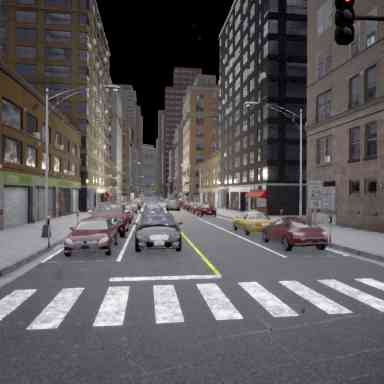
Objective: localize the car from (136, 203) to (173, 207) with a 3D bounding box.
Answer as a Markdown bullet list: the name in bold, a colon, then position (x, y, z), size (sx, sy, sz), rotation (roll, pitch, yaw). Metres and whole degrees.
- **car**: position (-2.745, 1.761, 24.017), size (2.128, 1.511, 4.902), rotation (0, -1, -7)

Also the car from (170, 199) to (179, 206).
- **car**: position (-4.228, 2.544, 81.167), size (1.752, 1.417, 4.829), rotation (0, -1, -7)

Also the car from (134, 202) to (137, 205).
- **car**: position (-6.143, 1.861, 30.055), size (1.752, 1.417, 4.829), rotation (0, -1, -7)

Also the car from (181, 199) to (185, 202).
- **car**: position (-0.600, 2.217, 53.415), size (2.008, 1.369, 4.403), rotation (0, -1, -7)

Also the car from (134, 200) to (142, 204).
- **car**: position (-7.608, 2.029, 41.258), size (2.008, 1.369, 4.403), rotation (0, -1, -7)

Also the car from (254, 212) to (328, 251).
- **car**: position (4.449, 1.761, 14.803), size (1.802, 1.307, 4.206), rotation (0, -1, -7)

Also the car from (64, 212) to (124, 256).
- **car**: position (-4.001, 1.716, 13.671), size (1.802, 1.307, 4.206), rotation (0, -1, -7)

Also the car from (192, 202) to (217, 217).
- **car**: position (1.564, 1.997, 36.867), size (1.887, 1.381, 4.507), rotation (0, -1, -7)

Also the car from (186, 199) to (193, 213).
- **car**: position (0.841, 1.963, 42.384), size (1.967, 1.590, 4.097), rotation (0, -1, -7)

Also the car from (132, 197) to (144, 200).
- **car**: position (-9.054, 1.937, 52.297), size (2.192, 1.841, 5.009), rotation (0, -1, -7)

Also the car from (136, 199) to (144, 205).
- **car**: position (-13.379, 2.606, 85.402), size (1.947, 1.339, 4.313), rotation (0, -1, -7)

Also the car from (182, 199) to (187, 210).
- **car**: position (0.121, 2.139, 47.900), size (1.887, 1.381, 4.507), rotation (0, -1, -7)

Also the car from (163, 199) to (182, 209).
- **car**: position (-3.027, 2.186, 50.787), size (1.994, 1.385, 4.181), rotation (0, -1, -7)

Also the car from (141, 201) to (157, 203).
- **car**: position (-3.966, 1.916, 33.632), size (1.812, 1.442, 4.674), rotation (0, -1, -7)

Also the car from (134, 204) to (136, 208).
- **car**: position (-5.444, 1.814, 24.706), size (1.887, 1.381, 4.507), rotation (0, -1, -7)

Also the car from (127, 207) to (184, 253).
- **car**: position (-1.534, 1.648, 14.697), size (2.128, 1.511, 4.902), rotation (0, -1, -8)

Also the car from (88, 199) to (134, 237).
- **car**: position (-4.724, 1.516, 19.191), size (2.192, 1.841, 5.009), rotation (0, -1, -7)

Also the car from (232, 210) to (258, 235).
- **car**: position (3.705, 1.773, 20.488), size (1.752, 1.417, 4.829), rotation (0, -1, -7)

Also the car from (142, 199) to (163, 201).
- **car**: position (-5.265, 2.015, 43.983), size (2.128, 1.511, 4.902), rotation (0, -1, -7)
